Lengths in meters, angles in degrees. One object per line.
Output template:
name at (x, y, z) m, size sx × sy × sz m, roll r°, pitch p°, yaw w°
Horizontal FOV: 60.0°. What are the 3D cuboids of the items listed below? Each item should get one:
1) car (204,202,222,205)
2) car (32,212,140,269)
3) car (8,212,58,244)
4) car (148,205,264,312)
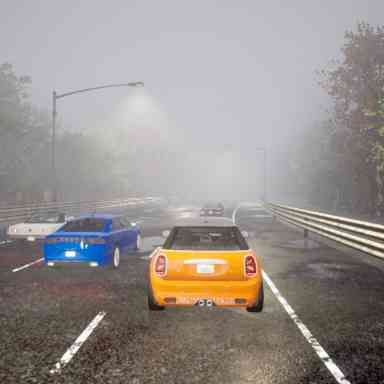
car at (1.681, 1.536, 26.488) m, size 2.033 × 1.411 × 5.357 m, roll 0°, pitch 0°, yaw 8°
car at (-3.044, 1.468, 11.150) m, size 1.882 × 1.535 × 5.008 m, roll 0°, pitch 0°, yaw 3°
car at (-6.306, 1.581, 15.550) m, size 1.895 × 1.301 × 4.718 m, roll 0°, pitch 0°, yaw 4°
car at (0.321, 1.348, 7.877) m, size 2.097 × 1.767 × 4.553 m, roll 0°, pitch 0°, yaw 2°
